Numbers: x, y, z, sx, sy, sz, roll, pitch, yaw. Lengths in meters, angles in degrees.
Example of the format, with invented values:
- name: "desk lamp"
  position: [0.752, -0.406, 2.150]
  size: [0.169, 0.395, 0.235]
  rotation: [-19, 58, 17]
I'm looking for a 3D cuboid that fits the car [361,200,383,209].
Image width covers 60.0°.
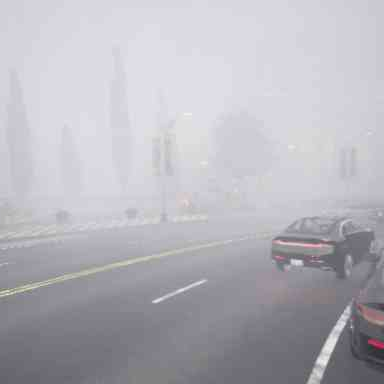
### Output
- name: "car"
  position: [13.932, 1.388, 21.628]
  size: [5.357, 1.411, 2.033]
  rotation: [-1, 0, -24]

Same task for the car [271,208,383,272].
- name: "car"
  position: [4.092, 1.468, 9.942]
  size: [2.128, 1.511, 4.902]
  rotation: [-2, 0, 40]

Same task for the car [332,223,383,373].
- name: "car"
  position: [3.653, 1.480, 5.069]
  size: [1.812, 1.442, 4.674]
  rotation: [-1, 0, 34]

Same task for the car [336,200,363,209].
- name: "car"
  position: [11.843, 1.502, 24.584]
  size: [4.718, 1.301, 1.895]
  rotation: [-1, 0, -24]
